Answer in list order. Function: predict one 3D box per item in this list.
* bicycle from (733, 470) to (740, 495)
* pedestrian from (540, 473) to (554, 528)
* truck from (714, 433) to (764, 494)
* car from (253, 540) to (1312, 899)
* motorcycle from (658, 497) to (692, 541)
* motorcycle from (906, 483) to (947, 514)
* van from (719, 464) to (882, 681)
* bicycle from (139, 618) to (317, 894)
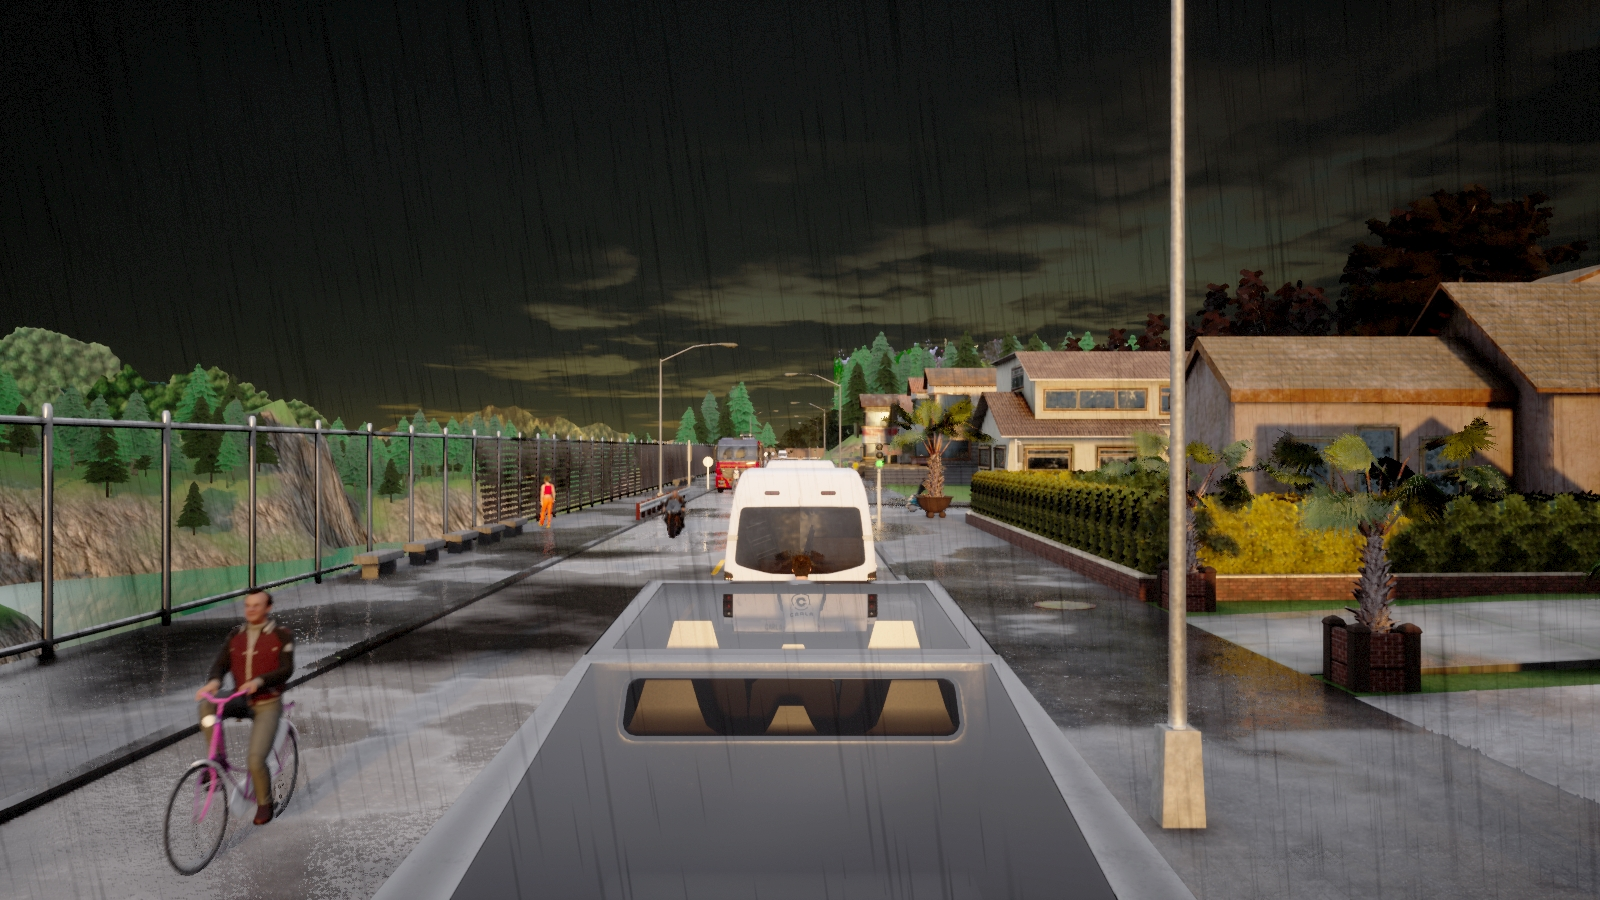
[{"bbox_3d":[-3.969,2.028,71.192,0.373,1.496,1.643,0,0,0],"label":"bicycle"},{"bbox_3d":[-8.644,1.729,38.988,0.375,1.860,0.375,0,0,-28],"label":"pedestrian"},{"bbox_3d":[-3.968,0.861,76.479,2.891,3.827,8.468,0,0,0],"label":"truck"},{"bbox_3d":[-0.034,1.751,5.716,2.390,2.098,6.274,0,0,0],"label":"car"},{"bbox_3d":[-3.987,2.190,36.560,0.867,1.251,2.209,0,0,0],"label":"motorcycle"},{"bbox_3d":[5.558,2.122,50.255,1.805,1.316,0.856,0,-1,6],"label":"motorcycle"},{"bbox_3d":[0.009,1.528,16.844,1.988,2.561,5.915,0,0,0],"label":"van"},{"bbox_3d":[-3.981,2.056,8.100,0.329,1.471,1.835,0,0,0],"label":"bicycle"}]
